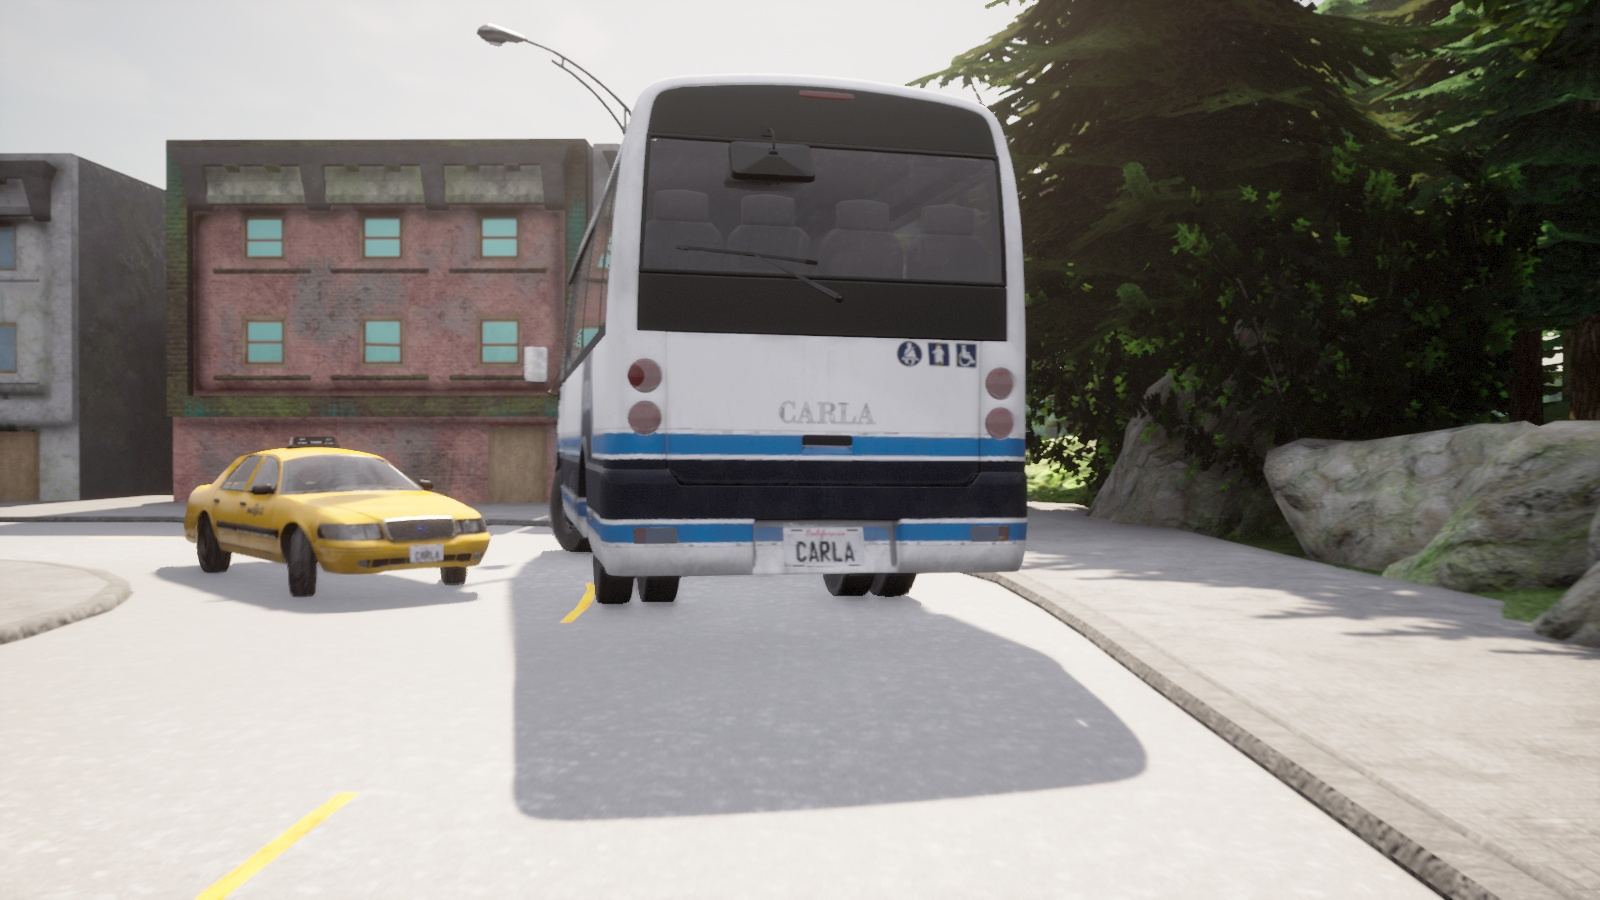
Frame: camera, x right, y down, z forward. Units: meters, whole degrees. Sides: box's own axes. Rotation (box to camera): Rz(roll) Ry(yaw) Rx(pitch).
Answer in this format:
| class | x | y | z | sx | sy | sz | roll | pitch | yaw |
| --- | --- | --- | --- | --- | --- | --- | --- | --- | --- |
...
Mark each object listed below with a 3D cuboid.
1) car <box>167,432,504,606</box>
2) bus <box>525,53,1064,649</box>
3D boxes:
| class | x | y | z | sx | sy | sz | roll | pitch | yaw |
| --- | --- | --- | --- | --- | --- | --- | --- | --- | --- |
| car | -5.371 | 0.604 | 14.001 | 1.801 | 1.575 | 5.366 | 0 | 1 | -40 |
| bus | -1.042 | -0.710 | 14.409 | 3.944 | 4.253 | 10.273 | 1 | 0 | -13 |
